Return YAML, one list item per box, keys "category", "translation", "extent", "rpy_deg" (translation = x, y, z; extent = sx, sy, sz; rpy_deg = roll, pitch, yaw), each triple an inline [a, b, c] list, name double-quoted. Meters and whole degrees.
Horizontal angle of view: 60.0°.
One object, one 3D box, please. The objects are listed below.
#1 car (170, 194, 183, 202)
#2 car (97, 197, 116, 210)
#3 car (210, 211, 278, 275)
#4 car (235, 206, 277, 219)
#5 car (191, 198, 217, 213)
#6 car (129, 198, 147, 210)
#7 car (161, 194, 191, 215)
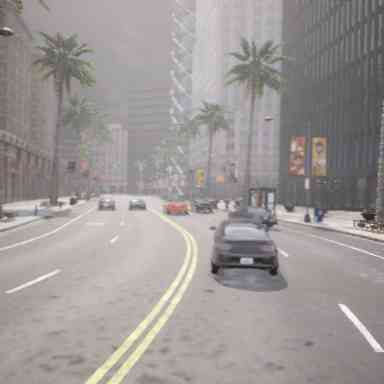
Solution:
- category: "car"
  translation: [-3.661, 1.363, 75.876]
  extent: [2.185, 1.767, 4.553]
  rpy_deg: [1, 0, -12]
- category: "car"
  translation: [-9.916, 1.315, 38.929]
  extent: [2.128, 1.511, 4.902]
  rpy_deg: [1, 0, -11]
- category: "car"
  translation: [1.547, 1.573, 10.649]
  extent: [1.812, 1.442, 4.674]
  rpy_deg: [1, 0, 4]
- category: "car"
  translation: [4.080, 1.666, 23.149]
  extent: [2.033, 1.411, 5.357]
  rpy_deg: [1, 0, -11]
- category: "car"
  translation: [0.997, 1.575, 38.566]
  extent: [1.837, 1.490, 4.892]
  rpy_deg: [1, 0, -12]
- category: "car"
  translation: [-6.597, 1.464, 40.178]
  extent: [1.994, 1.385, 4.181]
  rpy_deg: [1, 0, -11]
- category: "car"
  translation: [-1.795, 1.353, 34.768]
  extent: [2.097, 1.767, 4.553]
  rpy_deg: [1, 0, -11]
